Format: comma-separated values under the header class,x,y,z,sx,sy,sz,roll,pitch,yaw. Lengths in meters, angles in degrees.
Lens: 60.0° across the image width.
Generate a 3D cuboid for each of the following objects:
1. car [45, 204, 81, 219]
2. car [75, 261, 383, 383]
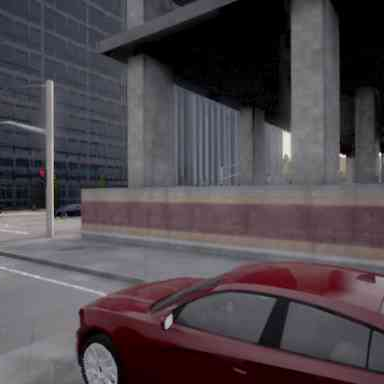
class,x,y,z,sx,sy,sz,roll,pitch,yaw
car,-11.322,1.814,31.605,1.895,1.301,4.718,0,0,36
car,0.857,1.484,3.382,5.008,1.535,1.882,0,0,35
